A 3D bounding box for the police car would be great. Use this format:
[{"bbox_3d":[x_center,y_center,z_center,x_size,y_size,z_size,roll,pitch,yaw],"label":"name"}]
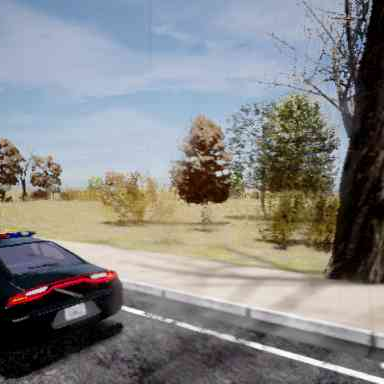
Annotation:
[{"bbox_3d":[-3.623,1.538,6.145,4.974,1.542,2.038,0,0,35],"label":"police car"}]
